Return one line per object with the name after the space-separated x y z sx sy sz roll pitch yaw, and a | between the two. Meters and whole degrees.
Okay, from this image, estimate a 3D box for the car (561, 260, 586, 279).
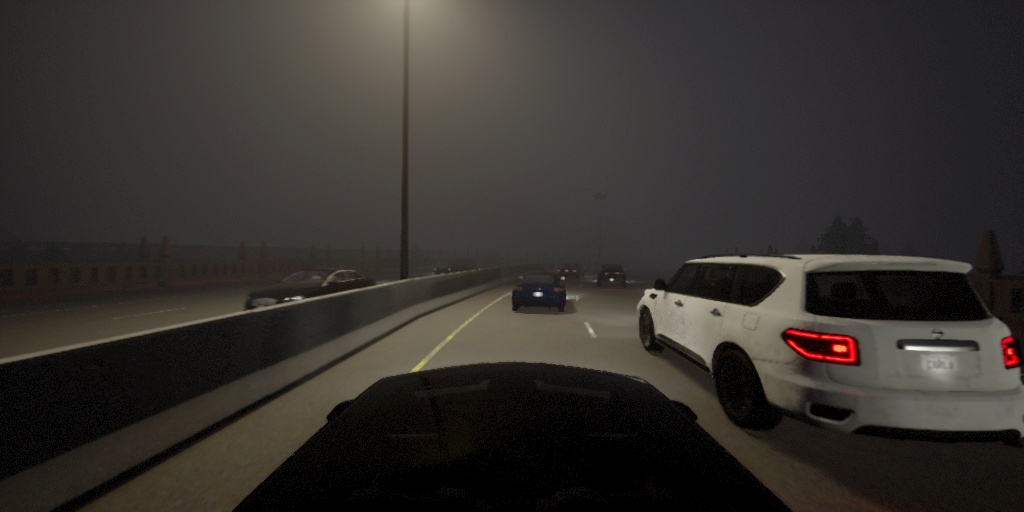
5.309 1.262 31.805 2.033 1.411 5.357 1 0 19 | car

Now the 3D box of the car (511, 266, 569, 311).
1.164 1.290 14.419 1.994 1.385 4.181 0 0 8 | car

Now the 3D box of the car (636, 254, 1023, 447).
3.771 0.995 5.734 2.150 2.045 5.566 0 0 3 | car

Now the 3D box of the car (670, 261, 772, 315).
8.295 1.141 14.810 2.097 1.767 4.553 1 0 9 | car

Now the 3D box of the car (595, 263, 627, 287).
6.918 1.253 24.989 1.837 1.490 4.892 0 0 15 | car

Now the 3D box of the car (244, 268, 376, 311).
-6.391 1.156 11.995 2.128 1.511 4.902 0 0 7 | car

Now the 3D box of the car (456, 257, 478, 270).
-5.867 0.938 42.088 2.097 1.767 4.553 1 0 22 | car

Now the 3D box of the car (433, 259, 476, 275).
-5.398 1.216 33.276 1.895 1.301 4.718 1 0 18 | car
